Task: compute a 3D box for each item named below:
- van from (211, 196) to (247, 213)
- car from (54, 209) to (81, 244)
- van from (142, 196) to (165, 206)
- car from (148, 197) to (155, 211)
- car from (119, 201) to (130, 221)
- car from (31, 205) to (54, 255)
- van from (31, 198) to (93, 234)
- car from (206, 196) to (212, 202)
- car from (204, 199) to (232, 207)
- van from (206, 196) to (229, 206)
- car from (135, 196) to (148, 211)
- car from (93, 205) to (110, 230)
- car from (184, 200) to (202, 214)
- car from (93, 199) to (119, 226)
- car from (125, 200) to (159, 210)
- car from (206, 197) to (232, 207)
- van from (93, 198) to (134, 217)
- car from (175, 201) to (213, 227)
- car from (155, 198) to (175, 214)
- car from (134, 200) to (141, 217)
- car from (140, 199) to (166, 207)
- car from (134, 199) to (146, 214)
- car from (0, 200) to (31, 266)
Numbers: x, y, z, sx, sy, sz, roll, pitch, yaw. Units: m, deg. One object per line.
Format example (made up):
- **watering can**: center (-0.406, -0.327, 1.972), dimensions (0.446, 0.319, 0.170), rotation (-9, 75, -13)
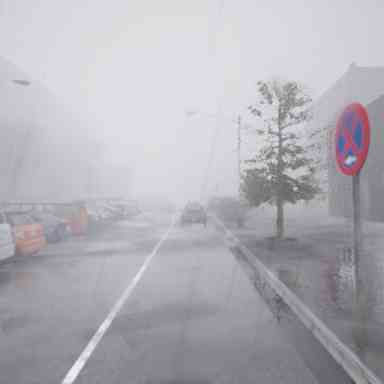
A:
- **van**: center (4.857, 1.575, 39.685), dimensions (4.442, 1.987, 1.878), rotation (0, 0, 0)
- **car**: center (-7.657, 1.625, 14.278), dimensions (4.792, 1.488, 2.163), rotation (0, 0, 0)
- **van**: center (-7.666, 1.864, 67.334), dimensions (4.442, 1.987, 1.878), rotation (0, -1, 0)
- **car**: center (-7.772, 1.818, 42.216), dimensions (5.366, 1.575, 1.946), rotation (0, 0, 0)
- **car**: center (-7.607, 1.685, 25.330), dimensions (5.008, 1.535, 2.097), rotation (0, 0, 0)
- **car**: center (-7.602, 1.448, 11.488), dimensions (4.553, 1.767, 2.185), rotation (0, 0, 0)
- **van**: center (-7.741, 1.392, 17.077), dimensions (4.442, 1.987, 1.878), rotation (0, 0, 0)
- **car**: center (4.950, 1.931, 56.304), dimensions (5.366, 1.575, 1.946), rotation (0, 0, 0)
- **car**: center (4.779, 1.985, 62.012), dimensions (5.008, 1.535, 2.097), rotation (0, -1, 0)
- **van**: center (4.894, 1.805, 64.790), dimensions (4.442, 1.987, 1.878), rotation (0, -1, 0)
- **car**: center (-7.563, 1.650, 36.628), dimensions (4.553, 1.767, 2.185), rotation (0, 0, 0)
- **car**: center (-7.618, 1.681, 19.868), dimensions (4.674, 1.452, 2.002), rotation (0, 0, 0)
- **car**: center (0.163, 1.829, 41.982), dimensions (2.128, 1.511, 4.902), rotation (0, -1, 0)
- **car**: center (-7.646, 1.538, 22.661), dimensions (4.553, 1.767, 2.185), rotation (0, 0, 0)
- **car**: center (-7.603, 1.918, 50.597), dimensions (4.792, 1.488, 2.163), rotation (0, 0, 0)
- **car**: center (4.738, 1.832, 59.224), dimensions (4.553, 1.767, 2.185), rotation (0, -1, 0)
- **van**: center (-7.491, 1.482, 28.250), dimensions (4.442, 1.987, 1.878), rotation (0, 0, 0)
- **car**: center (0.137, 1.690, 24.469), dimensions (2.128, 1.511, 4.902), rotation (0, 0, 0)
- **car**: center (-3.032, 1.805, 40.532), dimensions (1.882, 1.535, 5.008), rotation (0, 0, 0)
- **car**: center (-7.609, 1.732, 31.042), dimensions (4.892, 1.521, 2.231), rotation (0, 0, 0)
- **car**: center (-7.582, 2.054, 64.543), dimensions (4.792, 1.488, 2.163), rotation (0, -1, 0)
- **car**: center (-7.593, 1.754, 33.836), dimensions (4.892, 1.521, 2.231), rotation (0, 0, 0)
- **car**: center (-7.665, 1.300, 8.695), dimensions (5.566, 2.045, 2.435), rotation (0, 0, 0)
